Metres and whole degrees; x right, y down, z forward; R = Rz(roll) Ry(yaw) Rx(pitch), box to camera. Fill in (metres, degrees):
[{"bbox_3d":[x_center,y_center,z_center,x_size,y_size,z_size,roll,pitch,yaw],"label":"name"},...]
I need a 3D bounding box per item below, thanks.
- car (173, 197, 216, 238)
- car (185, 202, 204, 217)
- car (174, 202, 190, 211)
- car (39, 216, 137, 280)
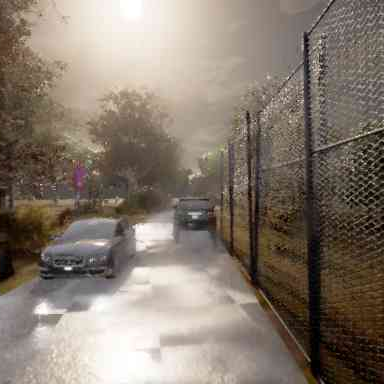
[{"bbox_3d":[0.118,1.296,18.408,2.150,2.045,5.566,0,-1,-1],"label":"car"},{"bbox_3d":[0.333,1.875,36.368,1.994,1.385,4.181,0,-1,2],"label":"car"},{"bbox_3d":[-1.579,2.212,52.497,1.895,1.301,4.718,0,-1,6],"label":"car"},{"bbox_3d":[-2.858,1.528,10.105,1.837,1.490,4.892,0,0,0],"label":"car"}]
